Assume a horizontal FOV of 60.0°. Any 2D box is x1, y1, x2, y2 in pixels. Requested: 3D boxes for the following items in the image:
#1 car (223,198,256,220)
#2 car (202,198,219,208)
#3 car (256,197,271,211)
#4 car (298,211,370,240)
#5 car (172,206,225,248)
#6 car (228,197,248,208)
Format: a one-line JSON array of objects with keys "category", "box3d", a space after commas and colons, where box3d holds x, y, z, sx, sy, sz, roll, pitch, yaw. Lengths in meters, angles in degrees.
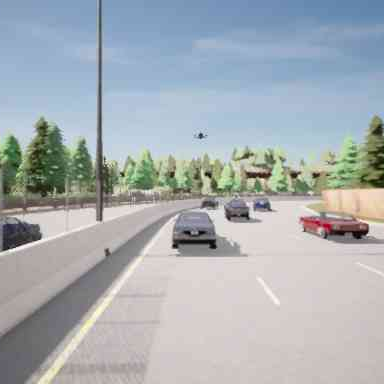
[{"category": "car", "box3d": [3.751, 1.535, 28.136, 2.128, 1.511, 4.902, 0, 0, 3]}, {"category": "car", "box3d": [2.645, 1.579, 46.916, 1.837, 1.490, 4.892, -2, 0, 15]}, {"category": "car", "box3d": [8.864, 1.415, 42.084, 2.097, 1.767, 4.553, 0, 0, 12]}, {"category": "car", "box3d": [7.092, 1.626, 17.258, 1.895, 1.301, 4.718, 0, 0, 0]}, {"category": "car", "box3d": [0.091, 1.571, 14.900, 2.033, 1.411, 5.357, 0, 0, 0]}, {"category": "car", "box3d": [6.976, 1.568, 49.855, 2.128, 1.511, 4.902, -1, 0, 17]}]
